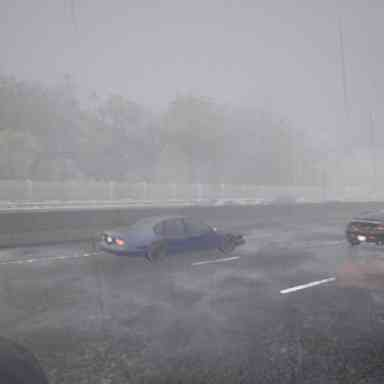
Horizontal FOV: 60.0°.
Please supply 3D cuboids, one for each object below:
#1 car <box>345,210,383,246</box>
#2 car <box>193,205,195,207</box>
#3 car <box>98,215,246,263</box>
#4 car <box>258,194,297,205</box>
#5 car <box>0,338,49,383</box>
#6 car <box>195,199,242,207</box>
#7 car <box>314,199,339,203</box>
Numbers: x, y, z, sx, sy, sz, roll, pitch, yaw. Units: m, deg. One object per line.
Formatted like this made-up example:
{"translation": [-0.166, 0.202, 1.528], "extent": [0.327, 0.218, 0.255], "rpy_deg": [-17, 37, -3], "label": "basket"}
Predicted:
{"translation": [8.428, 1.514, 14.061], "extent": [4.892, 1.490, 1.837], "rpy_deg": [0, 0, -36], "label": "car"}
{"translation": [2.204, 1.586, 39.950], "extent": [4.181, 1.385, 1.994], "rpy_deg": [0, 0, -35], "label": "car"}
{"translation": [-0.542, 1.549, 11.961], "extent": [5.357, 1.411, 2.033], "rpy_deg": [0, 0, -36], "label": "car"}
{"translation": [10.814, 1.262, 41.784], "extent": [5.566, 2.045, 2.150], "rpy_deg": [1, 0, -35], "label": "car"}
{"translation": [-3.210, 1.505, 1.456], "extent": [4.892, 1.490, 1.837], "rpy_deg": [0, 0, -36], "label": "car"}
{"translation": [2.948, 1.541, 31.886], "extent": [4.674, 1.442, 1.812], "rpy_deg": [0, 0, -35], "label": "car"}
{"translation": [14.216, 1.541, 35.619], "extent": [4.892, 1.490, 1.837], "rpy_deg": [0, 0, -35], "label": "car"}
